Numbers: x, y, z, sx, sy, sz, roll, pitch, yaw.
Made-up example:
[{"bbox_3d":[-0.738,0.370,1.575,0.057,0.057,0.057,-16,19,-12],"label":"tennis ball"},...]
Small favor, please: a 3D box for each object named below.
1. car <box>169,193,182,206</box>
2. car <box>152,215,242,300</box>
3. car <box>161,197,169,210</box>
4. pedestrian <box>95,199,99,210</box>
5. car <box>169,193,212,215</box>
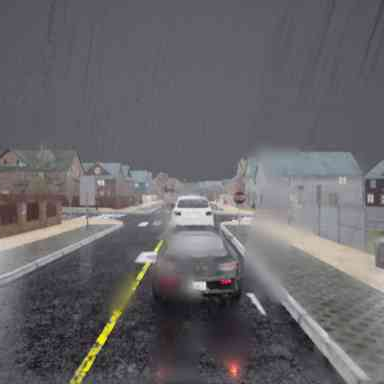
[{"bbox_3d":[-2.892,1.297,60.103,2.150,2.045,5.566,0,0,0],"label":"car"},{"bbox_3d":[0.096,1.536,8.305,1.812,1.442,4.674,0,0,0],"label":"car"},{"bbox_3d":[-2.899,1.413,44.339,2.097,1.767,4.553,0,0,0],"label":"car"},{"bbox_3d":[-9.724,1.294,34.032,0.500,1.100,0.500,0,0,1],"label":"pedestrian"},{"bbox_3d":[-0.080,1.249,19.386,2.150,2.045,5.566,0,0,-3],"label":"car"}]
